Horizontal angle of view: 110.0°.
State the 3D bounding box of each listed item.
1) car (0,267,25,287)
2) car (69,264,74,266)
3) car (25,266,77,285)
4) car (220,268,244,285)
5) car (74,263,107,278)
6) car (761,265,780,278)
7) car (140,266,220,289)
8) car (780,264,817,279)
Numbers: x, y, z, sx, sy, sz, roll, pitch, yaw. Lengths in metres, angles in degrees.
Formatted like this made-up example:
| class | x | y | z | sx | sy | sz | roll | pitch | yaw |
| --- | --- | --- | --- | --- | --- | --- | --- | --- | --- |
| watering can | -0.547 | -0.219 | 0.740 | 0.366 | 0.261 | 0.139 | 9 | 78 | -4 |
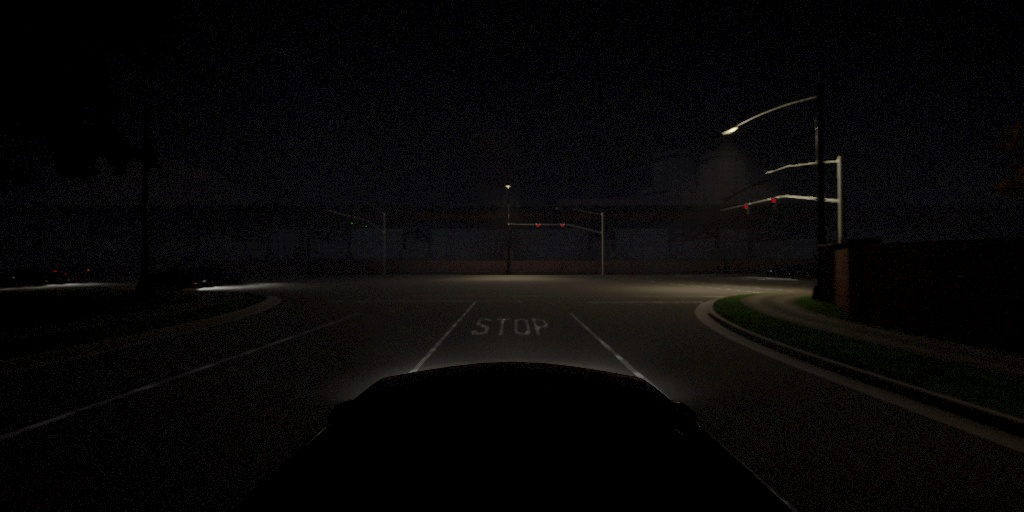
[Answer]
| class | x | y | z | sx | sy | sz | roll | pitch | yaw |
| --- | --- | --- | --- | --- | --- | --- | --- | --- | --- |
| car | -40.456 | 1.619 | 26.885 | 5.008 | 1.535 | 1.882 | 0 | -1 | 2 |
| car | -49.762 | 1.749 | 37.637 | 4.892 | 1.490 | 1.837 | 0 | -1 | 2 |
| car | -40.363 | 1.744 | 30.385 | 4.181 | 1.385 | 1.994 | 0 | -1 | 2 |
| car | -25.194 | 1.614 | 29.888 | 5.008 | 1.535 | 1.882 | 0 | -1 | 2 |
| car | -49.639 | 1.643 | 41.136 | 4.553 | 1.767 | 2.097 | 0 | -1 | 2 |
| car | 29.871 | 1.575 | 39.102 | 4.674 | 1.442 | 1.812 | -1 | -1 | 2 |
| car | -24.556 | 1.651 | 26.366 | 4.181 | 1.385 | 1.994 | 0 | -1 | 2 |
| car | 30.014 | 1.503 | 35.602 | 4.892 | 1.490 | 1.837 | -1 | -1 | 1 |
